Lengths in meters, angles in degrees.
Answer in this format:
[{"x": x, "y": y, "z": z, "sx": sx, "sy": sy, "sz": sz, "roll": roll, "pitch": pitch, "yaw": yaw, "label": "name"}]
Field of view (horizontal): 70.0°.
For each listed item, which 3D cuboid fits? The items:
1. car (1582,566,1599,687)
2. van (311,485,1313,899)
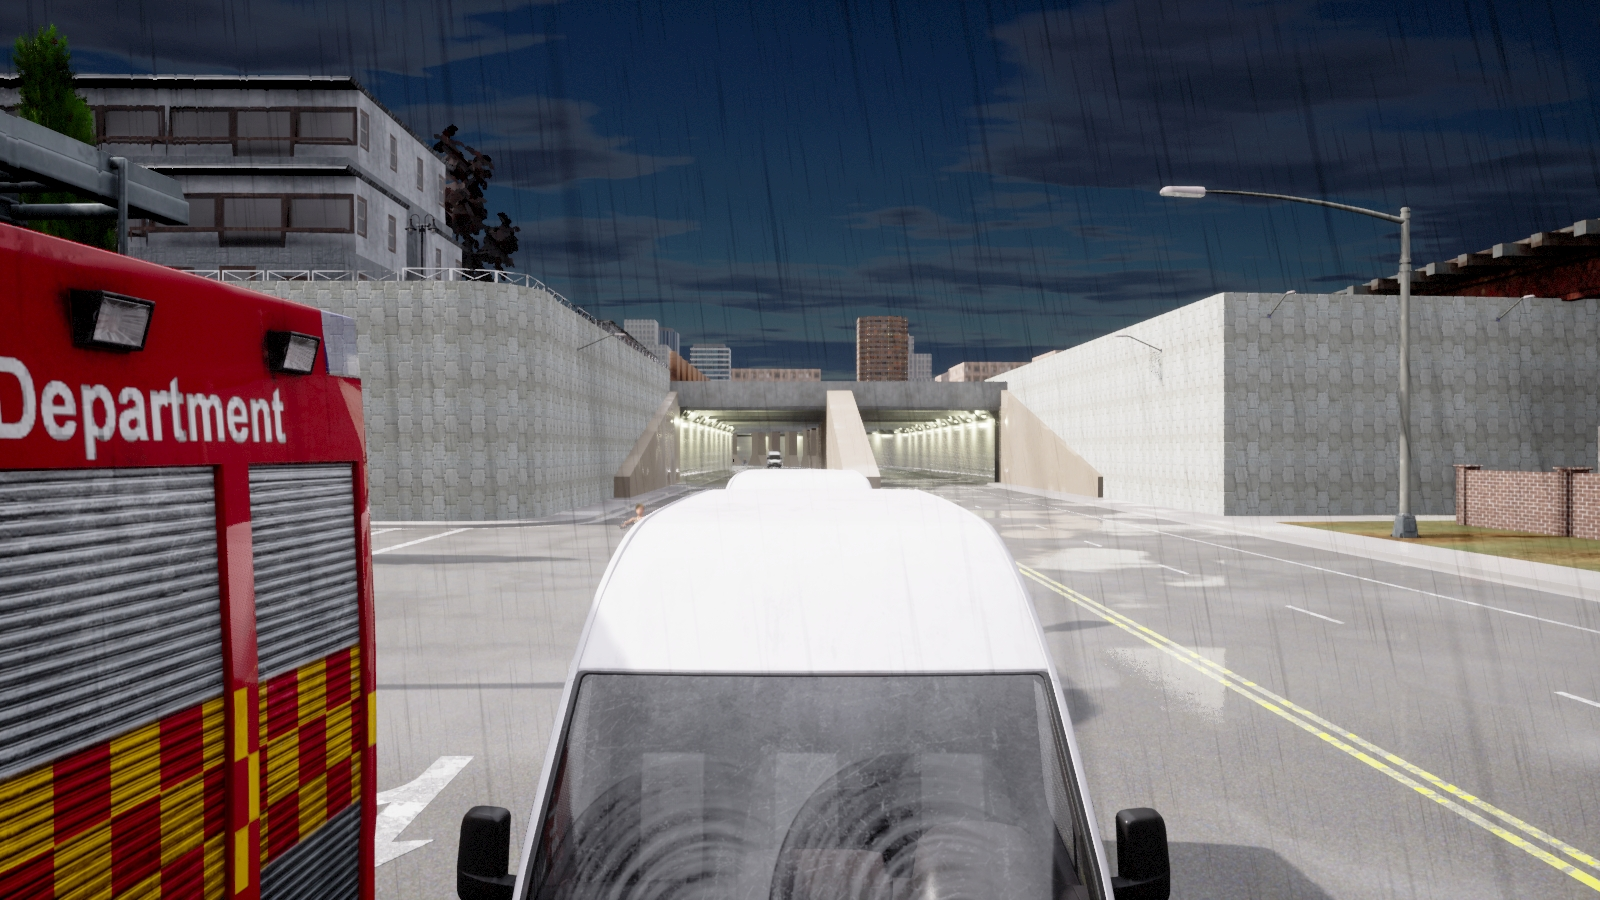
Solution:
[{"x": 10.492, "y": 2.106, "z": 11.164, "sx": 2.033, "sy": 1.411, "sz": 5.357, "roll": 0, "pitch": 0, "yaw": 0, "label": "car"}, {"x": 0.047, "y": 1.534, "z": 5.226, "sx": 1.988, "sy": 2.561, "sz": 5.915, "roll": 0, "pitch": 0, "yaw": 1, "label": "van"}]
